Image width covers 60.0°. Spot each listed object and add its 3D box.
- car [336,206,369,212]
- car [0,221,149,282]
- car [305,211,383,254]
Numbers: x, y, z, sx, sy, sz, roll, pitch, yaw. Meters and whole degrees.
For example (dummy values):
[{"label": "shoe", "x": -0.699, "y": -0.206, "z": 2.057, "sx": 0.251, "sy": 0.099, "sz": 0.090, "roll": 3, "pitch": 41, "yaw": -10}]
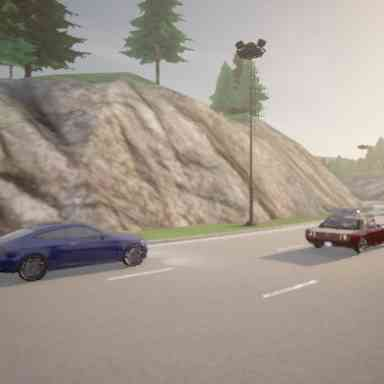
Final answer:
[{"label": "car", "x": 11.145, "y": 1.688, "z": 23.045, "sx": 1.994, "sy": 1.385, "sz": 4.181, "roll": 0, "pitch": 0, "yaw": 44}, {"label": "car", "x": -3.549, "y": 1.592, "z": 9.949, "sx": 4.674, "sy": 1.442, "sz": 1.812, "roll": 0, "pitch": 0, "yaw": -37}, {"label": "car", "x": 6.787, "y": 1.677, "z": 13.971, "sx": 4.718, "sy": 1.301, "sz": 1.895, "roll": 0, "pitch": 0, "yaw": -41}]
